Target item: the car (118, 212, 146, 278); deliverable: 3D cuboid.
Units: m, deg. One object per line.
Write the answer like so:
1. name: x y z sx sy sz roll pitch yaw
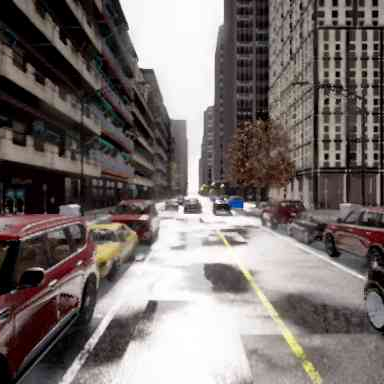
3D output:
1. car: -2.667 1.528 9.786 1.752 1.417 4.829 0 0 0

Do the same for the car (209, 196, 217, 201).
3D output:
1. car: 5.921 1.888 94.882 1.887 1.381 4.507 0 0 0

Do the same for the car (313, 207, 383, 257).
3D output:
1. car: 5.715 1.339 9.935 2.192 1.841 5.009 0 0 0

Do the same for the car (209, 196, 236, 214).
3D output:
1. car: 3.172 1.566 36.543 2.128 1.511 4.902 0 0 0

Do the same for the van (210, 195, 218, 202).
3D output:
1. van: 5.907 1.651 89.220 1.690 1.788 3.998 0 0 0

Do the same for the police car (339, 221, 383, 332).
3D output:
1. police car: 3.904 1.438 3.924 1.930 1.638 5.238 0 0 0

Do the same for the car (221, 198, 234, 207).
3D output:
1. car: 5.824 1.724 55.240 1.802 1.307 4.206 0 0 0

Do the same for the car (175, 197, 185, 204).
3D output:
1. car: -2.515 1.745 72.250 2.008 1.369 4.403 0 0 0

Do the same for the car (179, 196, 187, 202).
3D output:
1. car: -2.474 1.840 89.239 2.008 1.369 4.403 0 0 0

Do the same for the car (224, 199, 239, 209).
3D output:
1. car: 5.810 1.706 49.578 1.802 1.307 4.206 0 0 0

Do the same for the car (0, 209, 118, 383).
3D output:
1. car: -2.678 1.312 4.291 2.192 1.841 5.009 0 0 0

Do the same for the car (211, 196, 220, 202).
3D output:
1. car: 5.892 1.827 83.554 2.008 1.369 4.403 0 0 0

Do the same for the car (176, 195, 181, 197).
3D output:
1. car: -2.542 1.708 60.923 1.947 1.339 4.313 0 0 0

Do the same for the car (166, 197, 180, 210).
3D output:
1. car: -2.584 1.651 43.934 1.947 1.339 4.313 0 0 0

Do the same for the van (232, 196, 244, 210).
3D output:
1. van: 5.798 1.446 43.914 1.690 1.788 3.998 0 0 0

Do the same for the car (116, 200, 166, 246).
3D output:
1. car: -2.651 1.327 15.619 2.192 1.841 5.009 0 0 0

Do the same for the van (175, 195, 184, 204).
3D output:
1. van: -2.528 1.508 66.589 1.690 1.788 3.998 0 0 0

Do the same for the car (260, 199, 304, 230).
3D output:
1. car: 5.742 1.358 21.260 2.192 1.841 5.009 0 0 0

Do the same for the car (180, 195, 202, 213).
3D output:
1. car: 0.088 1.423 37.827 2.097 1.767 4.553 0 0 0

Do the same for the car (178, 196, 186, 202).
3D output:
1. car: -2.488 1.781 83.405 1.752 1.417 4.829 0 0 0

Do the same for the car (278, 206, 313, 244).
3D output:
1. car: 5.727 1.583 15.598 2.008 1.369 4.403 0 0 0
